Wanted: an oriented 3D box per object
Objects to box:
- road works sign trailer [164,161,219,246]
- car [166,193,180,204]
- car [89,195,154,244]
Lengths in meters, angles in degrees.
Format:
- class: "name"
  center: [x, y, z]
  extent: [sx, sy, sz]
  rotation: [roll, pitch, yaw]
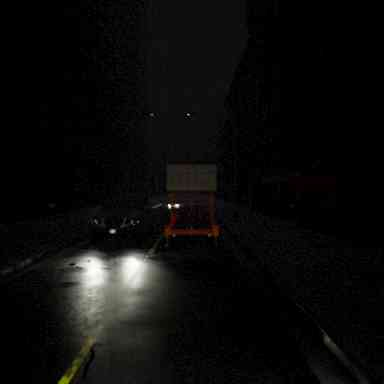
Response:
- class: "road works sign trailer"
  center: [-0.010, 0.416, 15.061]
  extent: [2.380, 3.560, 2.880]
  rotation: [0, 0, 0]
- class: "car"
  center: [-3.088, 1.407, 58.095]
  extent: [1.994, 1.385, 4.181]
  rotation: [0, 0, 1]
- class: "car"
  center: [-3.112, 1.171, 15.787]
  extent: [2.150, 2.045, 5.566]
  rotation: [0, 0, 0]
